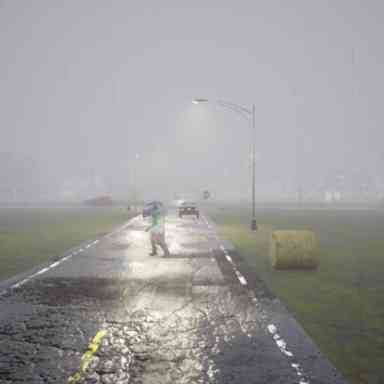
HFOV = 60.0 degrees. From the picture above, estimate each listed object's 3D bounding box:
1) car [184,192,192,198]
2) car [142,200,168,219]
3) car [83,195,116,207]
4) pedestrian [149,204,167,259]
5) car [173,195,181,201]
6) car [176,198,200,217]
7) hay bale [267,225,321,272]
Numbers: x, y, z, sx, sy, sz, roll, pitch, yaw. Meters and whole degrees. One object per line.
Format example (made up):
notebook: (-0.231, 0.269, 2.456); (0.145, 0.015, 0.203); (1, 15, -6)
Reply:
car: (-1.041, 1.461, 93.220); (2.033, 1.411, 5.357); (0, 0, -1)
car: (-3.141, 1.465, 29.097); (1.882, 1.535, 5.008); (0, 0, 0)
car: (-13.565, 1.286, 48.562); (4.553, 1.767, 2.097); (0, 0, 4)
pedestrian: (-1.160, 1.290, 11.294); (0.375, 1.860, 0.375); (0, 0, 3)
car: (-3.661, 1.444, 81.471); (1.837, 1.490, 4.892); (0, 0, -1)
car: (-0.259, 1.534, 31.028); (2.033, 1.411, 5.357); (0, 0, 0)
hay bale: (3.016, 1.652, 9.972); (1.220, 1.180, 1.240); (0, 0, -1)
